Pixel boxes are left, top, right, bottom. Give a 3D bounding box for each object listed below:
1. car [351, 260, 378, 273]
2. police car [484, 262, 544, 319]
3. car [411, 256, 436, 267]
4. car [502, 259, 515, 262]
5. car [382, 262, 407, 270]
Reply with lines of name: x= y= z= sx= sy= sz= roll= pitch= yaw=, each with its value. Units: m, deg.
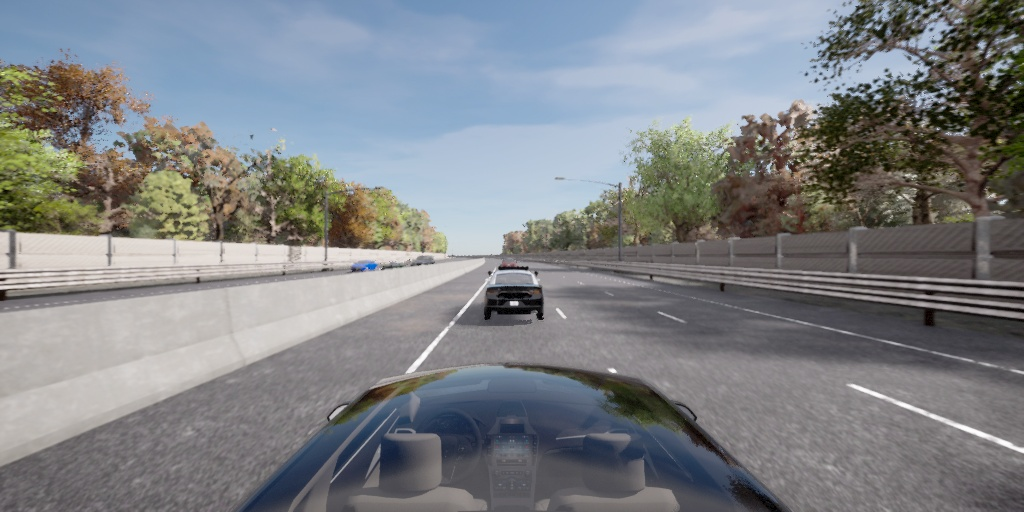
car: x=-18.138 y=1.234 z=44.307 sx=1.882 sy=1.535 sz=5.008 roll=0 pitch=0 yaw=-1
police car: x=0.047 y=1.178 z=13.033 sx=1.930 sy=1.638 sz=5.238 roll=0 pitch=0 yaw=0
car: x=-11.162 y=0.982 z=45.652 sx=2.150 sy=2.045 sz=5.566 roll=0 pitch=0 yaw=-1
car: x=-0.421 y=1.111 z=43.121 sx=2.097 sy=1.767 sz=4.553 roll=0 pitch=0 yaw=-1
car: x=-14.649 y=1.358 z=44.780 sx=1.895 sy=1.301 sz=4.718 roll=0 pitch=0 yaw=-1
